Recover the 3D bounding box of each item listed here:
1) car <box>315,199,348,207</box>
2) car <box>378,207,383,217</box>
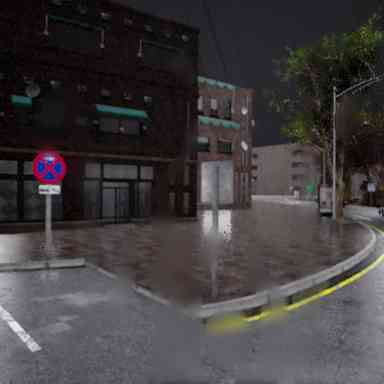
[{"bbox_3d":[17.168,1.144,41.301,1.895,1.301,4.718,1,2,-8],"label":"car"},{"bbox_3d":[16.758,1.465,26.454,2.033,1.411,5.357,0,1,9],"label":"car"}]
